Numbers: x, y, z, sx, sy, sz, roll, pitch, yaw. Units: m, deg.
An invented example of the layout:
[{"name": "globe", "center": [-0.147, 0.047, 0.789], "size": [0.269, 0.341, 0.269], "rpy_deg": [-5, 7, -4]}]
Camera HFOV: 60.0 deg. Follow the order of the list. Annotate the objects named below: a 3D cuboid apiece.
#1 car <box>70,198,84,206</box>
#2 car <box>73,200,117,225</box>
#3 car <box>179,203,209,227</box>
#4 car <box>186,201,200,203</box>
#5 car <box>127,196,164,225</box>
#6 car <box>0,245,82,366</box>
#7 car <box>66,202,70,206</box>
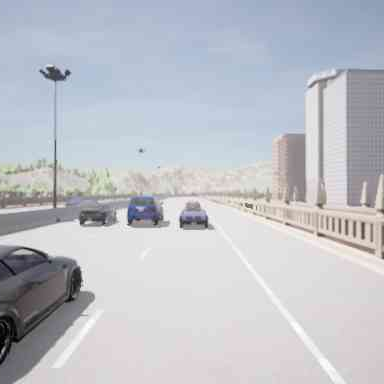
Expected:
[{"name": "car", "center": [-13.995, 1.732, 44.631], "size": [2.033, 1.411, 5.357], "rpy_deg": [0, 0, 0]}, {"name": "car", "center": [-6.887, 1.590, 24.747], "size": [1.837, 1.490, 4.892], "rpy_deg": [0, 0, 0]}, {"name": "car", "center": [0.112, 1.678, 22.970], "size": [1.895, 1.301, 4.718], "rpy_deg": [0, 0, 0]}, {"name": "car", "center": [0.120, 1.725, 40.223], "size": [1.994, 1.385, 4.181], "rpy_deg": [0, 0, 0]}, {"name": "car", "center": [-3.386, 1.307, 24.772], "size": [2.150, 2.045, 5.566], "rpy_deg": [0, 0, 0]}, {"name": "car", "center": [-3.395, 1.580, 5.649], "size": [1.994, 1.385, 4.181], "rpy_deg": [0, 0, 0]}, {"name": "car", "center": [-17.483, 1.695, 50.660], "size": [1.882, 1.535, 5.008], "rpy_deg": [0, -1, 0]}]
